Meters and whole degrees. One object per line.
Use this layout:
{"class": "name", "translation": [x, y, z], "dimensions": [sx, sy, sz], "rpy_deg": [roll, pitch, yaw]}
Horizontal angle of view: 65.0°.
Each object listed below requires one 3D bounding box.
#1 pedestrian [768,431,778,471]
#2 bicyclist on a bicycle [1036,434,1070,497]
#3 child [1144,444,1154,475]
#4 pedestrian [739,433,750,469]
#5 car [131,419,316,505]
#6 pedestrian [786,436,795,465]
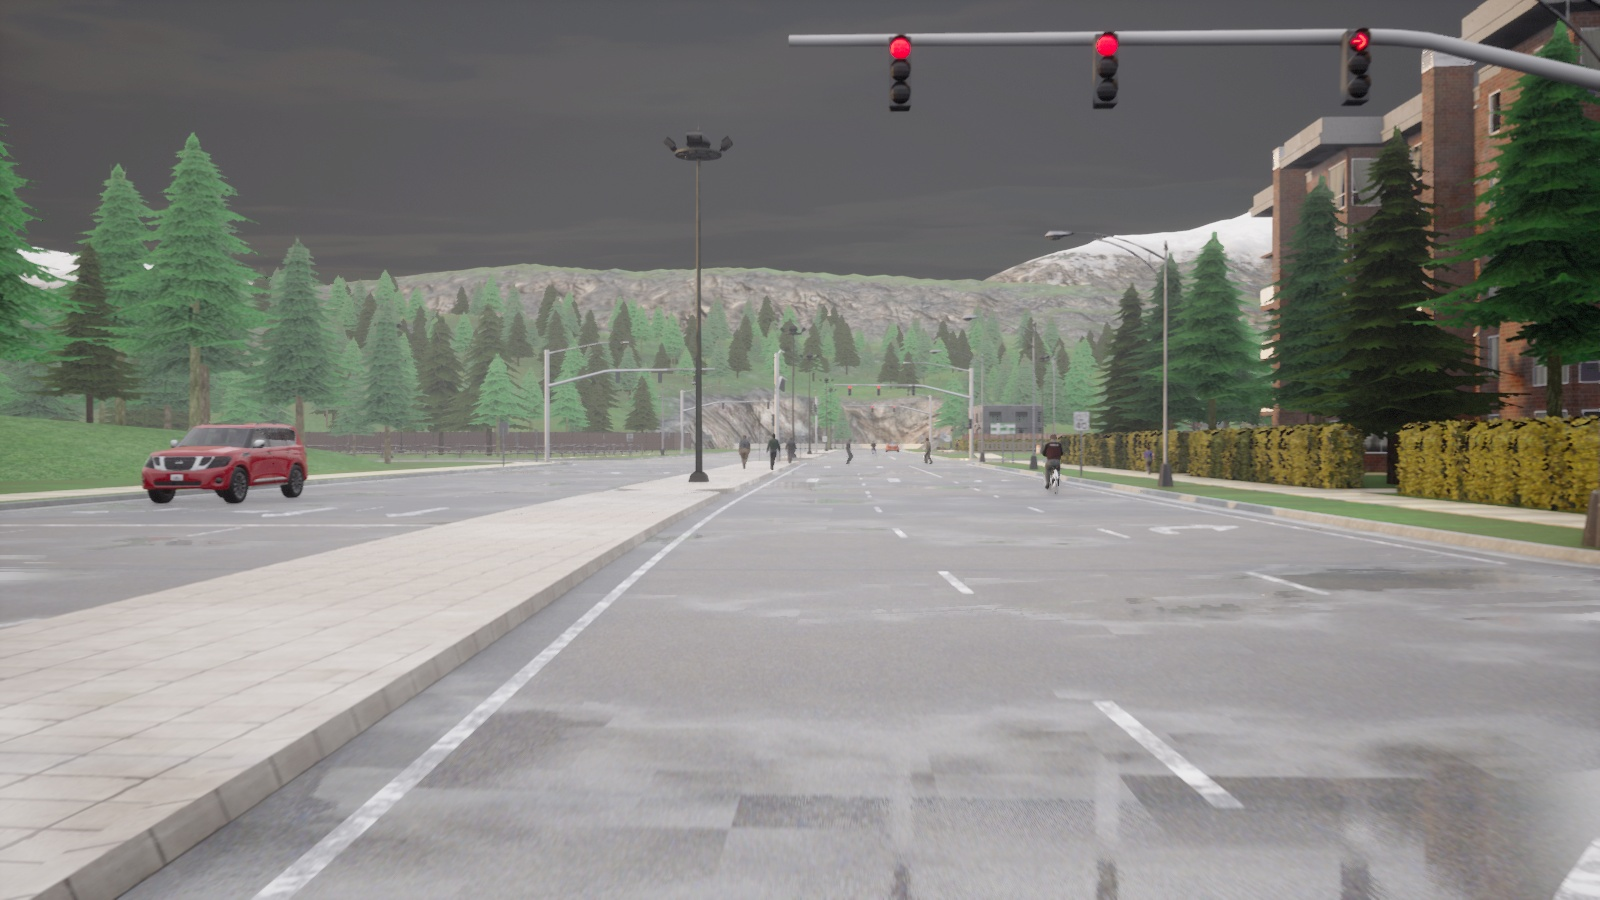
{"class": "pedestrian", "translation": [-1.320, 0.057, 61.187], "dimensions": [0.423, 1.949, 0.788], "rpy_deg": [0, 0, 3]}
{"class": "bicyclist on a bicycle", "translation": [7.237, 0.419, 36.043], "dimensions": [0.659, 1.776, 1.843], "rpy_deg": [0, 1, 2]}
{"class": "child", "translation": [14.326, 0.386, 51.559], "dimensions": [0.270, 1.263, 0.437], "rpy_deg": [0, 0, 2]}
{"class": "pedestrian", "translation": [-2.831, 0.041, 63.816], "dimensions": [0.540, 1.848, 0.694], "rpy_deg": [0, 0, -1]}
{"class": "car", "translation": [-14.880, 0.268, 32.873], "dimensions": [2.150, 2.045, 5.566], "rpy_deg": [0, 0, 2]}
{"class": "pedestrian", "translation": [-0.623, 0.035, 82.114], "dimensions": [0.563, 1.883, 0.849], "rpy_deg": [0, 0, 1]}
